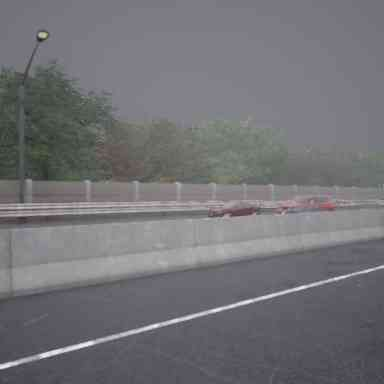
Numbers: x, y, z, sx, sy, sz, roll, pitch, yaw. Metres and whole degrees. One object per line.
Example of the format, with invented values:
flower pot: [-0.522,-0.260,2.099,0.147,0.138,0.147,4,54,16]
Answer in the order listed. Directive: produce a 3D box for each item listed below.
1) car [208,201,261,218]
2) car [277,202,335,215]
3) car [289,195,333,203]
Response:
car: [3.615,1.513,27.839,5.008,1.535,1.882,0,0,-34]
car: [7.514,1.605,22.023,4.181,1.385,1.994,0,0,-34]
car: [9.556,1.278,27.669,5.566,2.045,2.150,0,0,-34]
